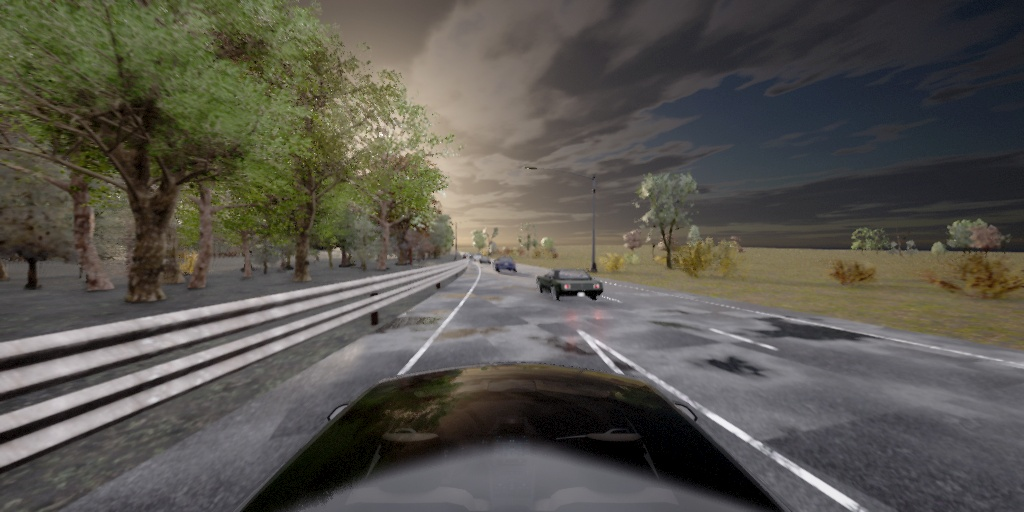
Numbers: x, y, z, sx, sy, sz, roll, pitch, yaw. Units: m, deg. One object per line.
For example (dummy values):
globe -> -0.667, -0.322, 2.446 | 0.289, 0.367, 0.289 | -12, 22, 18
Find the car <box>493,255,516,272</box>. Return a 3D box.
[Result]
car -> -0.894, 0.809, 39.200 | 2.097, 1.767, 4.553 | 0, 0, -8

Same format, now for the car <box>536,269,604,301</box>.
car -> 2.452, 1.236, 16.543 | 1.895, 1.301, 4.718 | 0, 0, -8
